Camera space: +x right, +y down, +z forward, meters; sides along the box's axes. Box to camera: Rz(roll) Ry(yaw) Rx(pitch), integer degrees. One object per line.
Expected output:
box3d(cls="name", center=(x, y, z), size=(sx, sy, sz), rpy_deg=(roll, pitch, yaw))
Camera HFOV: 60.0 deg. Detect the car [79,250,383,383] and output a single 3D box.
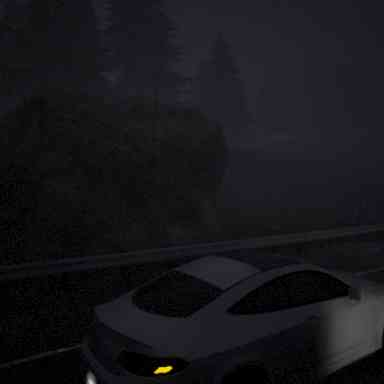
box3d(cls="car", center=(0.980, 1.522, 4.349), size=(4.674, 1.442, 1.812), rpy_deg=(0, 0, -35))
